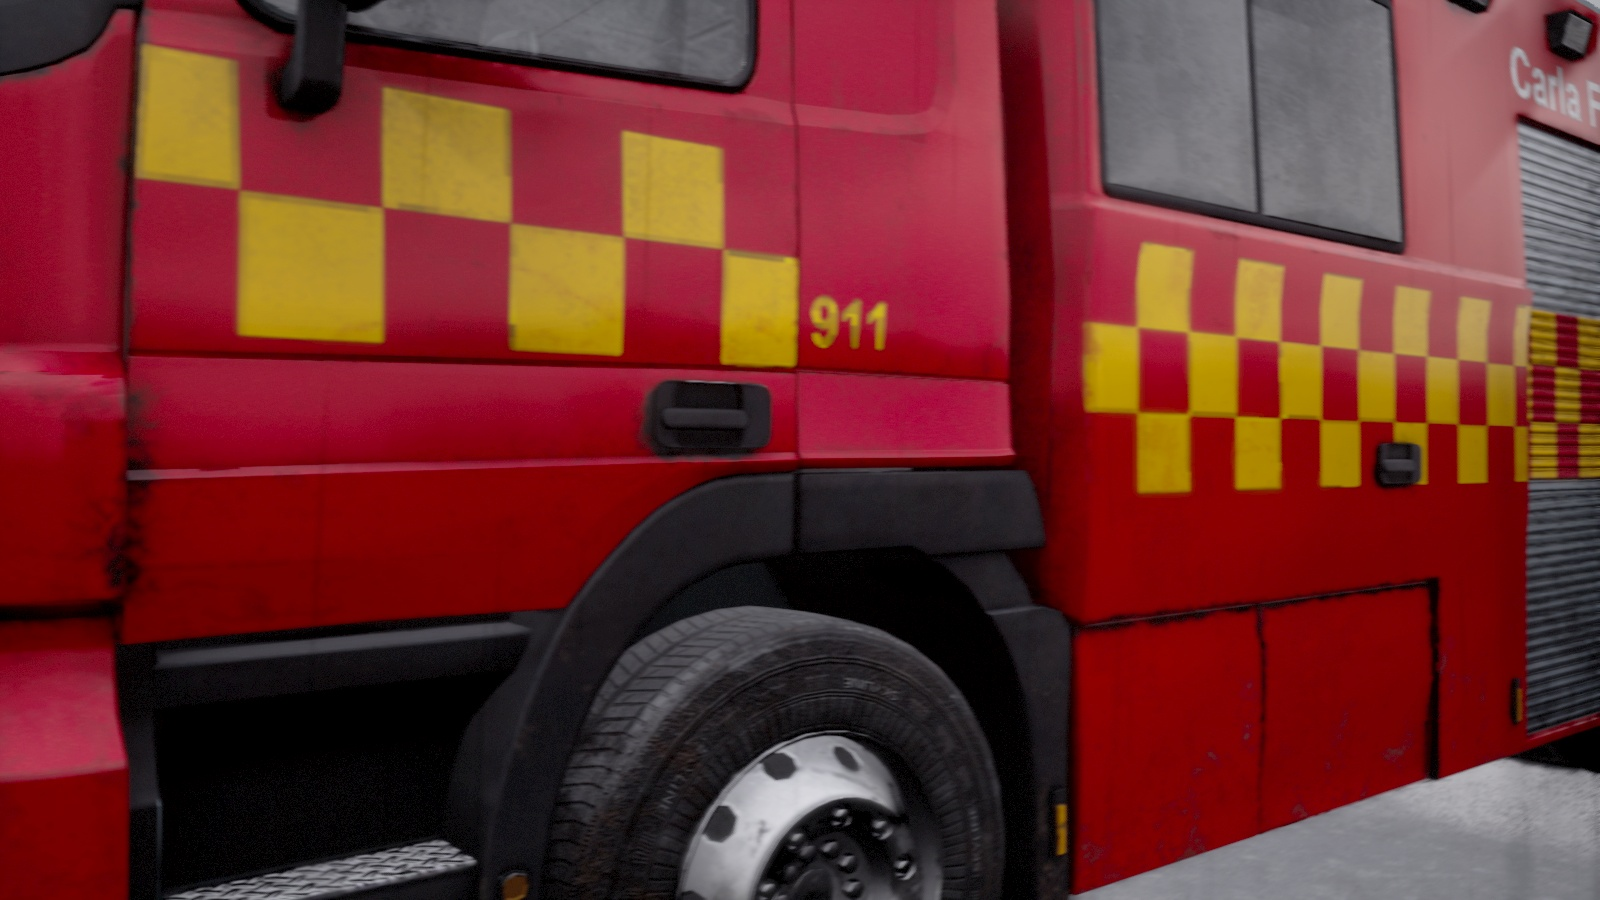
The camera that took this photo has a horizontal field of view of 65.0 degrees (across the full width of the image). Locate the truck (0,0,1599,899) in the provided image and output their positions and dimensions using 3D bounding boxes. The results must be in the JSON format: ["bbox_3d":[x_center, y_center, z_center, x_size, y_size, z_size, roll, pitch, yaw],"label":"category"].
[{"bbox_3d":[1.000,-0.409,5.099,8.468,3.827,2.891,0,0,-38],"label":"truck"}]
